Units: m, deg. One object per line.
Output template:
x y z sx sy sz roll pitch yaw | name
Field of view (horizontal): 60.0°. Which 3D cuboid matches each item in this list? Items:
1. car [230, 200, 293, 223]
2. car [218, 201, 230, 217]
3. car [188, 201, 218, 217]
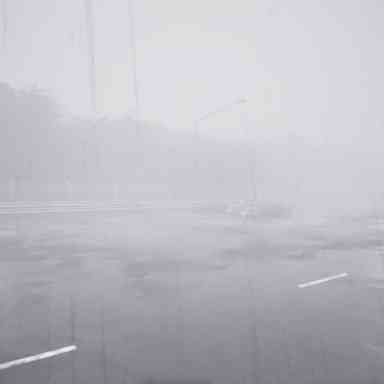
5.596 1.458 25.219 4.902 1.511 2.128 0 0 -37 | car
5.029 1.454 29.169 4.902 1.511 2.128 0 0 -37 | car
1.990 1.534 31.243 4.718 1.301 1.895 1 2 -37 | car
